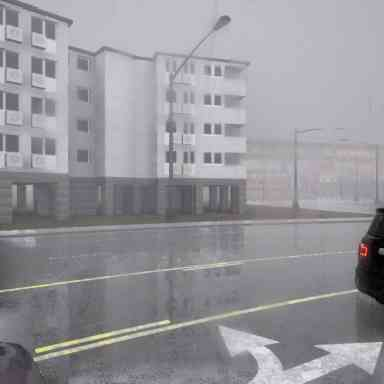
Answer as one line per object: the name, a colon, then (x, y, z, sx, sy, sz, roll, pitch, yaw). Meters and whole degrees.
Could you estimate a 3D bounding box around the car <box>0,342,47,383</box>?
car: (-3.318, 1.547, 1.238, 5.357, 1.411, 2.033, 0, 0, -37)

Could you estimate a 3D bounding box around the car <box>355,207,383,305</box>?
car: (5.697, 1.221, 6.288, 5.566, 2.045, 2.150, 0, 0, -23)
